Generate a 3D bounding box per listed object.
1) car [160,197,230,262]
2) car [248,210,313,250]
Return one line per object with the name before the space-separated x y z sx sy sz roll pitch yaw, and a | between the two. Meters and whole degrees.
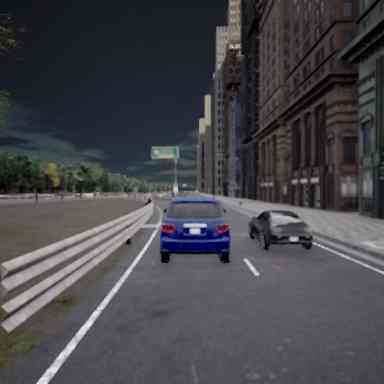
car | 0.094 1.186 12.077 2.150 2.045 5.566 0 0 0
car | 3.594 1.485 14.023 1.812 1.442 4.674 0 0 0
